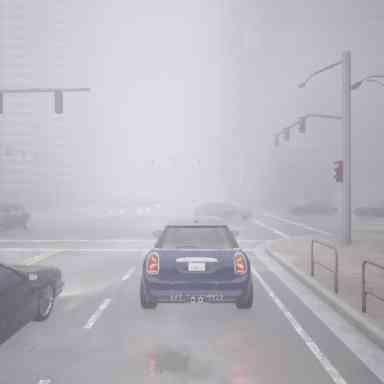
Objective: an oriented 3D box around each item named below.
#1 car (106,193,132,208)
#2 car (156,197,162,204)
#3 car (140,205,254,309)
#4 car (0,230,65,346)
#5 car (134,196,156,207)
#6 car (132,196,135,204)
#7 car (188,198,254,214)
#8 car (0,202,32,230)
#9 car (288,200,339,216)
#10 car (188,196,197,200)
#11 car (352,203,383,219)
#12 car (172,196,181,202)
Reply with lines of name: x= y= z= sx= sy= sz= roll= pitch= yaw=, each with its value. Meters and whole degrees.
car: x=-10.517 y=1.352 z=48.187 sx=2.097 sy=1.767 sz=4.553 roll=0 pitch=0 yaw=0
car: x=-6.939 y=1.601 z=64.094 sx=1.895 sy=1.301 sz=4.718 roll=0 pitch=0 yaw=1
car: x=0.093 y=1.352 z=8.044 sx=2.097 sy=1.767 sz=4.553 roll=0 pitch=0 yaw=0
car: x=-3.413 y=1.547 z=4.185 sx=2.033 sy=1.411 sz=5.357 roll=0 pitch=0 yaw=-1
car: x=-7.011 y=1.564 z=50.450 sx=1.994 sy=1.385 sz=4.181 roll=0 pitch=0 yaw=0
car: x=-10.459 y=1.505 z=61.552 sx=1.837 sy=1.490 sz=4.892 roll=0 pitch=0 yaw=0
car: x=2.414 y=1.505 z=26.141 sx=4.892 sy=1.490 sz=1.837 roll=0 pitch=2 yaw=27
car: x=-10.572 y=1.352 z=17.862 sx=2.097 sy=1.767 sz=4.553 roll=0 pitch=0 yaw=0
car: x=11.709 y=1.526 z=32.220 sx=4.674 sy=1.442 sz=1.812 roll=0 pitch=0 yaw=1
car: x=0.139 y=1.555 z=71.697 sx=1.994 sy=1.385 sz=4.181 roll=0 pitch=0 yaw=0
car: x=16.504 y=1.601 z=28.677 sx=4.718 sy=1.301 sz=1.895 roll=0 pitch=0 yaw=1
car: x=-3.380 y=1.465 z=72.275 sx=2.033 sy=1.411 sz=5.357 roll=0 pitch=0 yaw=0
